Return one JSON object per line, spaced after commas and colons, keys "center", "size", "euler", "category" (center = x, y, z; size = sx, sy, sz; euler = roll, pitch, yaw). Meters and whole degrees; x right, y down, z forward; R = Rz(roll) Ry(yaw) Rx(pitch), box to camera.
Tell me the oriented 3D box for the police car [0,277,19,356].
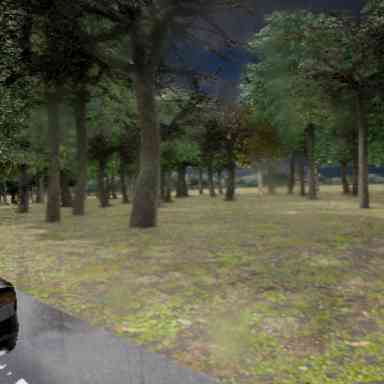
{"center": [-4.537, 1.477, 5.178], "size": [5.238, 1.638, 1.930], "euler": [-1, 0, 41], "category": "police car"}
